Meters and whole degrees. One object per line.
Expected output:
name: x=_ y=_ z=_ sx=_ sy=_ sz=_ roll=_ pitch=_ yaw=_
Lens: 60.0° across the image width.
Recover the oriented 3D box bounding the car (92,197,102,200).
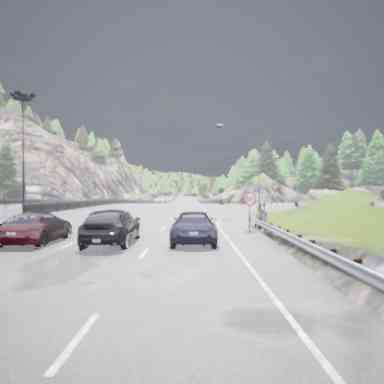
car: x=-24.619 y=2.266 z=85.847 sx=1.994 sy=1.385 sz=4.181 roll=0 pitch=-2 yaw=0

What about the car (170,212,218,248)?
car: x=0.074 y=1.573 z=14.903 sx=1.994 sy=1.385 sz=4.181 roll=0 pitch=0 yaw=0

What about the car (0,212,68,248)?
car: x=-6.930 y=1.575 z=14.795 sx=1.994 sy=1.385 sz=4.181 roll=0 pitch=0 yaw=0

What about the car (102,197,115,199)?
car: x=-21.119 y=2.265 z=85.851 sx=1.994 sy=1.385 sz=4.181 roll=0 pitch=-2 yaw=0

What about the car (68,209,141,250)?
car: x=-3.431 y=1.515 z=14.395 sx=1.837 sy=1.490 sz=4.892 roll=0 pitch=0 yaw=0

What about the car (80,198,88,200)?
car: x=-28.119 y=2.309 z=85.810 sx=1.895 sy=1.301 sz=4.718 roll=0 pitch=-2 yaw=0
